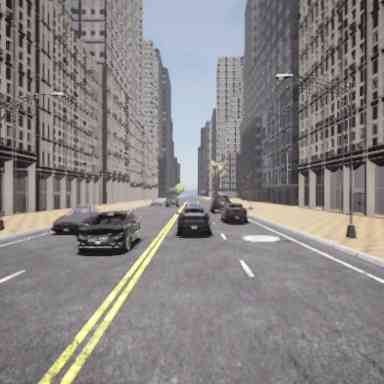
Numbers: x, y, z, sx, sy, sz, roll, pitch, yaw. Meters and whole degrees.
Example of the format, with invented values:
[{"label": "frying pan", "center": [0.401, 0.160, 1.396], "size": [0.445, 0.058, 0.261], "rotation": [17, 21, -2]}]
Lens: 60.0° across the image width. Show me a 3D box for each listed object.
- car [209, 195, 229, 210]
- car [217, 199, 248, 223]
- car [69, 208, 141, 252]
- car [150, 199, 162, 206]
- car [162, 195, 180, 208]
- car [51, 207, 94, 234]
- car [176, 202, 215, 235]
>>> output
[{"label": "car", "center": [3.291, 1.405, 39.131], "size": [2.150, 2.045, 5.566], "rotation": [0, 0, 0]}, {"label": "car", "center": [3.331, 1.623, 26.802], "size": [1.837, 1.490, 4.892], "rotation": [0, 0, 0]}, {"label": "car", "center": [-3.340, 1.557, 14.200], "size": [1.837, 1.490, 4.892], "rotation": [0, 0, 0]}, {"label": "car", "center": [-6.472, 1.896, 60.965], "size": [1.895, 1.301, 4.718], "rotation": [0, 0, 1]}, {"label": "car", "center": [-3.242, 1.491, 55.242], "size": [2.150, 2.045, 5.566], "rotation": [0, 0, 1]}, {"label": "car", "center": [-6.585, 1.622, 20.093], "size": [2.033, 1.411, 5.357], "rotation": [0, 0, 0]}, {"label": "car", "center": [0.116, 1.584, 19.515], "size": [1.837, 1.490, 4.892], "rotation": [0, 0, 0]}]
